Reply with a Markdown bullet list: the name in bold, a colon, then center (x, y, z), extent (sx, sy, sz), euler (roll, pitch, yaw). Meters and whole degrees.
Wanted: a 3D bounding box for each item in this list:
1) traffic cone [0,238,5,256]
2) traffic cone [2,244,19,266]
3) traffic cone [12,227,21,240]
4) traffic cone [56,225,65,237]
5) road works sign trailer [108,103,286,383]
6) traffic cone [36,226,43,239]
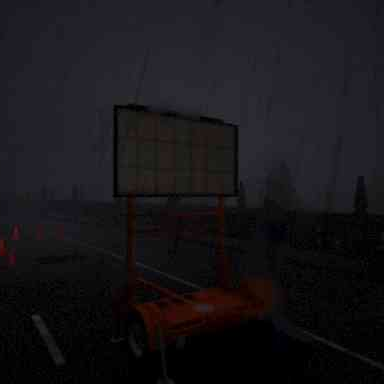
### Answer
- **traffic cone**: center (-6.798, 1.971, 11.996), extent (0.340, 0.580, 0.340), euler (0, 0, -36)
- **traffic cone**: center (-5.620, 1.970, 10.380), extent (0.340, 0.580, 0.340), euler (0, 0, -36)
- **traffic cone**: center (-8.345, 1.977, 15.818), extent (0.340, 0.580, 0.340), euler (0, 0, -36)
- **traffic cone**: center (-6.729, 1.985, 16.995), extent (0.340, 0.580, 0.340), euler (0, 0, -36)
- **road works sign trailer**: center (-0.291, 0.480, 5.602), extent (2.380, 3.560, 2.880), euler (0, 0, -36)
- **traffic cone**: center (-7.537, 1.981, 16.407), extent (0.340, 0.580, 0.340), euler (0, 0, -36)
